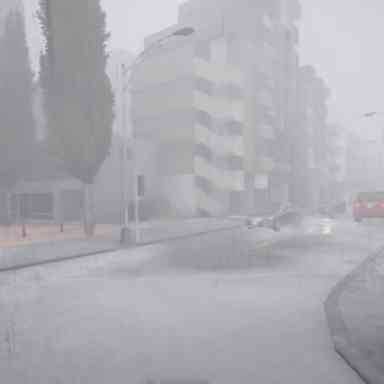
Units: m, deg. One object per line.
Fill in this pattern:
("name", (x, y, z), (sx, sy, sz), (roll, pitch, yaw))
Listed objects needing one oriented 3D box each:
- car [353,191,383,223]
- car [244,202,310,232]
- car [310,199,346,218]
("car", (12.431, 0.942, 22.273), (2.150, 2.045, 5.566), (-1, 0, 38))
("car", (4.807, 1.339, 19.363), (2.128, 1.511, 4.902), (-1, 0, 38))
("car", (11.174, 1.268, 27.419), (2.033, 1.411, 5.357), (-1, 0, 39))
